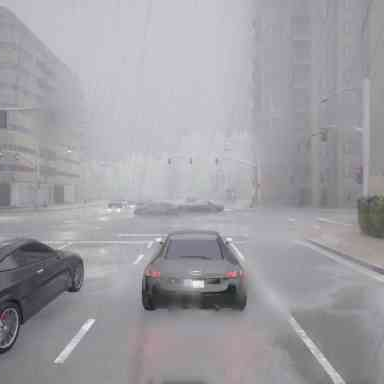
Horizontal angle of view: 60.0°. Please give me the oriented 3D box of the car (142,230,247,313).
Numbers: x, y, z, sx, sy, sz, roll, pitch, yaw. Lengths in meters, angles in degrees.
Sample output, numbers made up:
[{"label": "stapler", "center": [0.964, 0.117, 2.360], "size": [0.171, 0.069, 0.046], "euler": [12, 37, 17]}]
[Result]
[{"label": "car", "center": [0.050, 1.564, 7.758], "size": [1.994, 1.385, 4.181], "euler": [0, 0, 0]}]

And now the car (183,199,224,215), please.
[{"label": "car", "center": [0.807, 1.601, 33.904], "size": [4.718, 1.301, 1.895], "euler": [0, 0, 0]}]

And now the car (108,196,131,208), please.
[{"label": "car", "center": [-10.674, 1.547, 48.227], "size": [2.033, 1.411, 5.357], "euler": [0, 0, 0]}]

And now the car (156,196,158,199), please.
[{"label": "car", "center": [-7.173, 1.505, 60.772], "size": [1.837, 1.490, 4.892], "euler": [0, 0, 0]}]

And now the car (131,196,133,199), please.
[{"label": "car", "center": [-10.682, 1.505, 57.919], "size": [1.837, 1.490, 4.892], "euler": [0, 0, 0]}]

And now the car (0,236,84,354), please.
[{"label": "car", "center": [-3.460, 1.526, 5.956], "size": [1.812, 1.442, 4.674], "euler": [0, 0, 0]}]

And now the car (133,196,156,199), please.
[{"label": "car", "center": [-7.168, 1.547, 50.757], "size": [2.033, 1.411, 5.357], "euler": [0, 0, 0]}]

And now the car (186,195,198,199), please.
[{"label": "car", "center": [-0.031, 1.351, 63.480], "size": [2.097, 1.767, 4.553], "euler": [0, 0, 0]}]

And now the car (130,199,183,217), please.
[{"label": "car", "center": [-3.172, 1.564, 30.436], "size": [4.181, 1.385, 1.994], "euler": [0, 0, 0]}]
